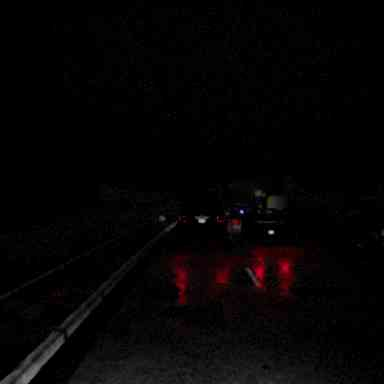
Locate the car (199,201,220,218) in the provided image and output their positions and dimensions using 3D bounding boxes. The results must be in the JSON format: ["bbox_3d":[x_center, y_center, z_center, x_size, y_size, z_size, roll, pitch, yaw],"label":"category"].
[{"bbox_3d":[1.789,1.647,32.370,1.837,1.490,4.892,0,0,6],"label":"car"}]

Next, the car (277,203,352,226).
[{"bbox_3d":[9.055,1.647,24.710,4.792,1.488,2.163,1,-1,-15],"label":"car"}]

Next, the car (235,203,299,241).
[{"bbox_3d":[3.601,1.557,16.956,2.128,1.511,4.902,0,0,3],"label":"car"}]

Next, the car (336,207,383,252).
[{"bbox_3d":[8.353,1.416,12.914,4.553,1.767,2.185,1,0,-17],"label":"car"}]

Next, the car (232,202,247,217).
[{"bbox_3d":[4.865,1.696,32.985,1.812,1.442,4.674,0,0,6],"label":"car"}]

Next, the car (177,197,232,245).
[{"bbox_3d":[0.540,1.272,16.067,2.150,2.045,5.566,0,0,3],"label":"car"}]

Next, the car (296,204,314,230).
[{"bbox_3d":[8.620,1.616,18.801,4.674,1.452,2.002,1,0,-16],"label":"car"}]

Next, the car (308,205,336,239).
[{"bbox_3d":[8.450,1.557,15.857,5.008,1.535,2.097,1,-1,-17],"label":"car"}]

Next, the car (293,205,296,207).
[{"bbox_3d":[8.800,1.596,21.754,4.892,1.521,2.231,1,-1,-16],"label":"car"}]
